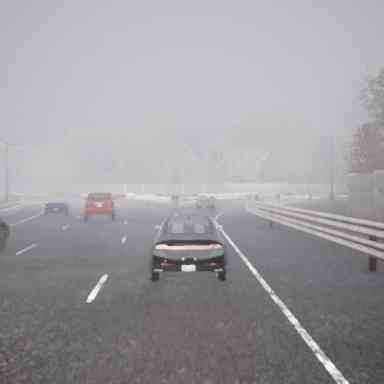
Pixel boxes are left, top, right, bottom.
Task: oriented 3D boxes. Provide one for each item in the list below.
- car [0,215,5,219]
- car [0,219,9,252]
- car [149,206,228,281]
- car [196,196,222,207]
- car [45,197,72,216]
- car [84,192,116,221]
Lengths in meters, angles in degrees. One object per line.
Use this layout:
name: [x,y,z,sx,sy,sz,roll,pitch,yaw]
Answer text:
car: [-7.713,1.150,10.131,2.150,2.045,5.566,0,1,-7]
car: [-3.661,1.339,2.597,2.097,1.767,4.553,0,0,-1]
car: [-0.088,1.392,9.541,2.128,1.511,4.902,0,1,0]
car: [1.738,1.142,33.022,2.128,1.511,4.902,0,1,15]
car: [-11.888,1.224,29.665,1.882,1.535,5.008,0,1,-17]
car: [-7.022,0.990,25.428,2.150,2.045,5.566,0,1,-15]
